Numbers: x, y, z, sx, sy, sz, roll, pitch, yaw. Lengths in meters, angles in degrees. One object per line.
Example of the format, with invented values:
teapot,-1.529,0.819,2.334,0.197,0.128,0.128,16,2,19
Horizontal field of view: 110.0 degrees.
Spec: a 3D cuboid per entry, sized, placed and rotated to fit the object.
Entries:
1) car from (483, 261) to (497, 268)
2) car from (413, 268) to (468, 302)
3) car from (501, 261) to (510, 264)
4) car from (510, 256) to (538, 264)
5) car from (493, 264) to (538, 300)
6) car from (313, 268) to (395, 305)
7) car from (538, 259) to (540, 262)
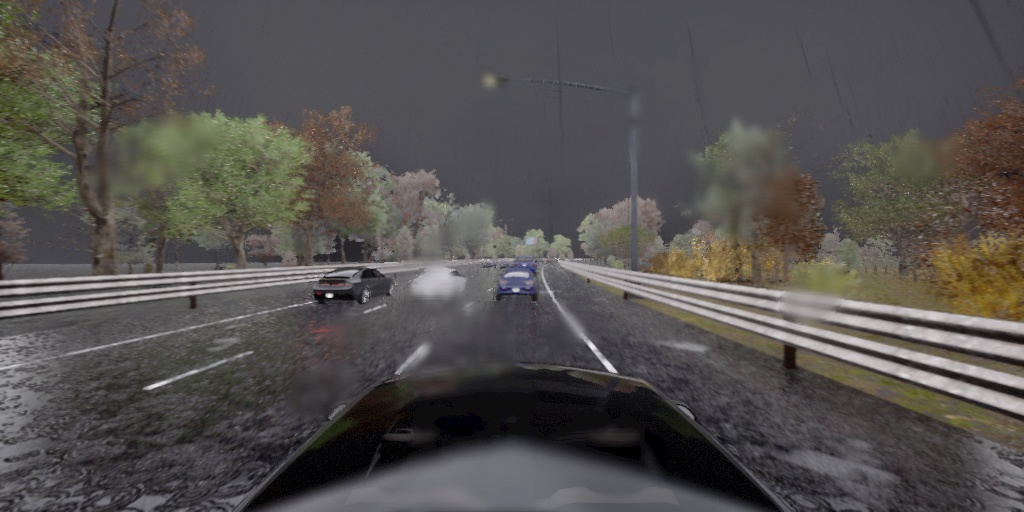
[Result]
car,-3.630,1.422,60.929,1.895,1.301,4.718,0,0,6
car,-3.263,1.282,16.871,1.812,1.442,4.674,0,0,2
car,-0.630,1.421,55.671,1.895,1.301,4.718,0,0,5
car,1.343,1.017,36.705,2.150,2.045,5.566,0,0,4
car,0.279,1.294,17.748,1.812,1.442,4.674,0,0,3
car,-6.807,1.250,16.000,1.837,1.490,4.892,0,0,2
car,3.143,1.437,58.340,1.895,1.301,4.718,0,0,6
